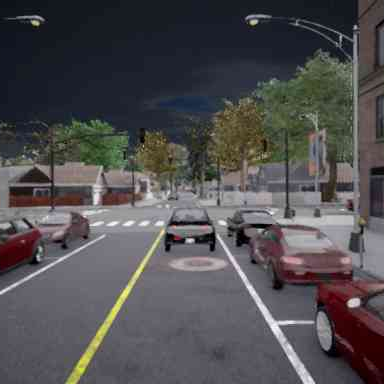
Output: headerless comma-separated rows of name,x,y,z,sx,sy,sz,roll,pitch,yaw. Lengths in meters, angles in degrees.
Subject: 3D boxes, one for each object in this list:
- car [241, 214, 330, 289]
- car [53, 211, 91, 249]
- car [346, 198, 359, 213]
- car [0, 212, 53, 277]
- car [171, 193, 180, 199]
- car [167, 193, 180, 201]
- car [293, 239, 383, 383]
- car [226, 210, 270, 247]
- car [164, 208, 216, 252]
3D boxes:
car,2.561,1.480,8.561,1.802,1.307,4.206,0,1,-1
car,-5.516,1.492,14.002,1.802,1.307,4.206,0,1,-1
car,15.348,1.000,27.259,5.008,1.535,1.882,-1,0,-1
car,-5.465,1.402,8.482,1.967,1.590,4.097,0,1,-1
car,-3.839,0.936,79.230,1.895,1.301,4.718,0,0,-1
car,-3.674,1.026,63.773,1.994,1.385,4.181,0,0,0
car,2.613,1.494,3.043,1.887,1.381,4.507,0,1,-1
car,2.508,1.412,14.079,1.947,1.339,4.313,0,1,-1
car,-0.070,1.365,13.328,2.128,1.511,4.902,0,1,0
